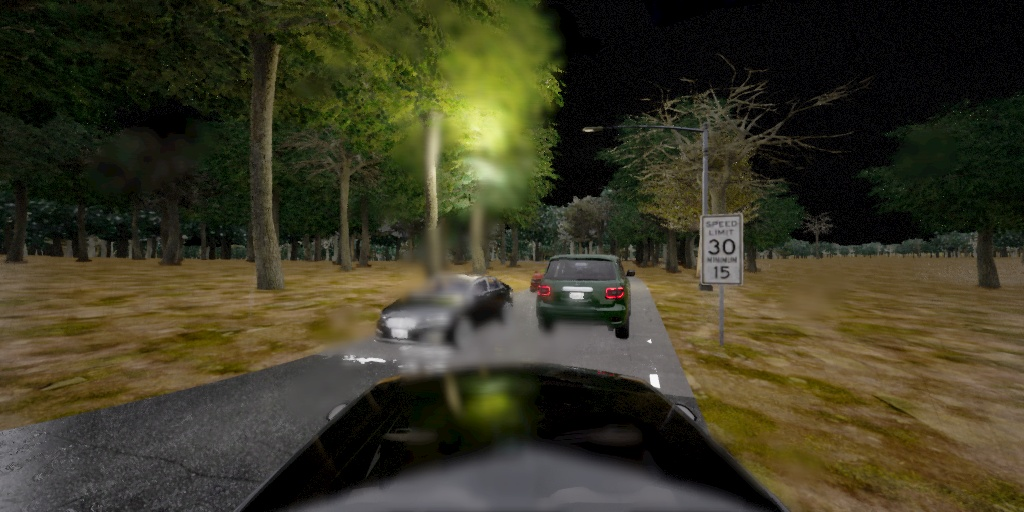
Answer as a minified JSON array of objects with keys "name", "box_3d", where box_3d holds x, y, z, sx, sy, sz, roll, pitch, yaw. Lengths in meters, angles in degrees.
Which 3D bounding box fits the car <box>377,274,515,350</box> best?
[{"name":"car","box_3d":[-1.384,1.252,9.319,2.128,1.511,4.902,0,0,19]}]

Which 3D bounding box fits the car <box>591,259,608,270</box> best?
[{"name":"car","box_3d":[12.819,1.185,52.697,1.812,1.442,4.674,-1,1,6]}]

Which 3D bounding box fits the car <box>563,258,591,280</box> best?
[{"name":"car","box_3d":[5.900,1.113,32.034,2.097,1.767,4.553,0,0,15]}]

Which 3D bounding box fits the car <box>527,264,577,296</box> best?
[{"name":"car","box_3d":[2.480,1.245,20.731,1.882,1.535,5.008,0,0,18]}]

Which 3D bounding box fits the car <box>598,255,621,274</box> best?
[{"name":"car","box_3d":[11.404,0.945,42.291,2.150,2.045,5.566,0,0,11]}]

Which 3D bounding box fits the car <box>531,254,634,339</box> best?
[{"name":"car","box_3d":[2.312,0.976,10.464,2.150,2.045,5.566,0,0,19]}]
